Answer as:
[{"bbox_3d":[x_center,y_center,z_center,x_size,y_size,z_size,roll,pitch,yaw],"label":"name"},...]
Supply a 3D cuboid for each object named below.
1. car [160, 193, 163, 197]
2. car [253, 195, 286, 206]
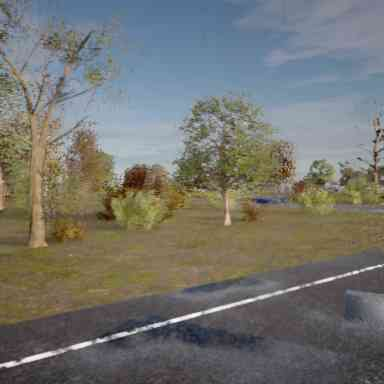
[{"bbox_3d":[-8.874,1.081,91.592,2.128,1.511,4.902,0,0,-37],"label":"car"},{"bbox_3d":[11.862,1.302,52.709,1.882,1.535,5.008,0,0,-37],"label":"car"}]
